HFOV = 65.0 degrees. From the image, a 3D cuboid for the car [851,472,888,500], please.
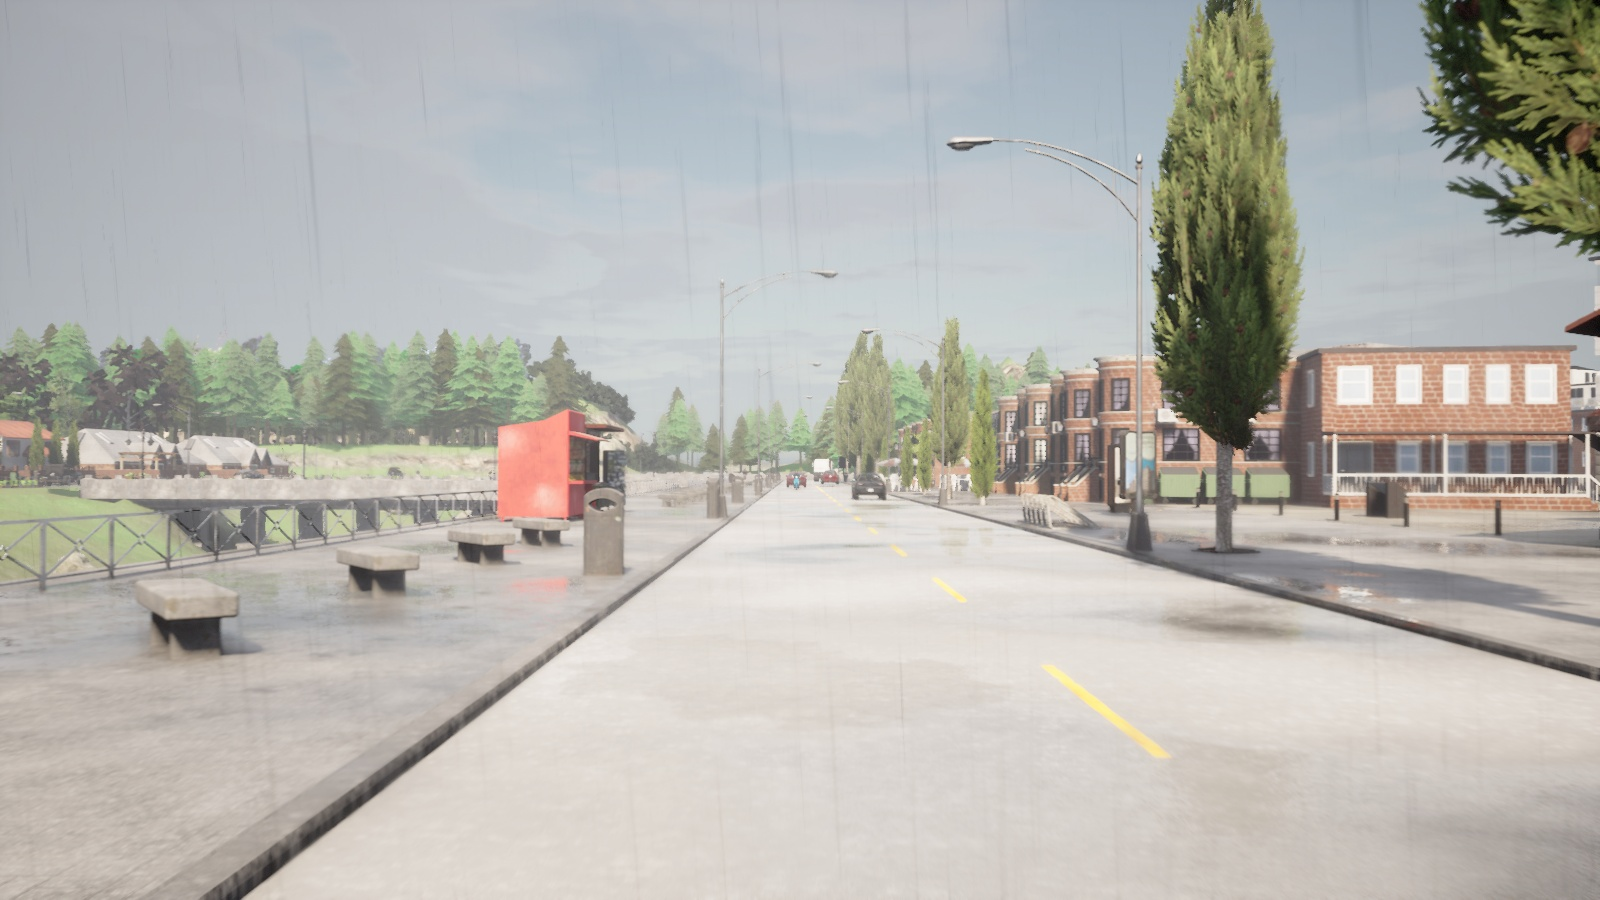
[{"bbox_3d":[3.818,1.981,69.771,1.816,1.474,4.193,0,-1,0],"label":"car"}]
